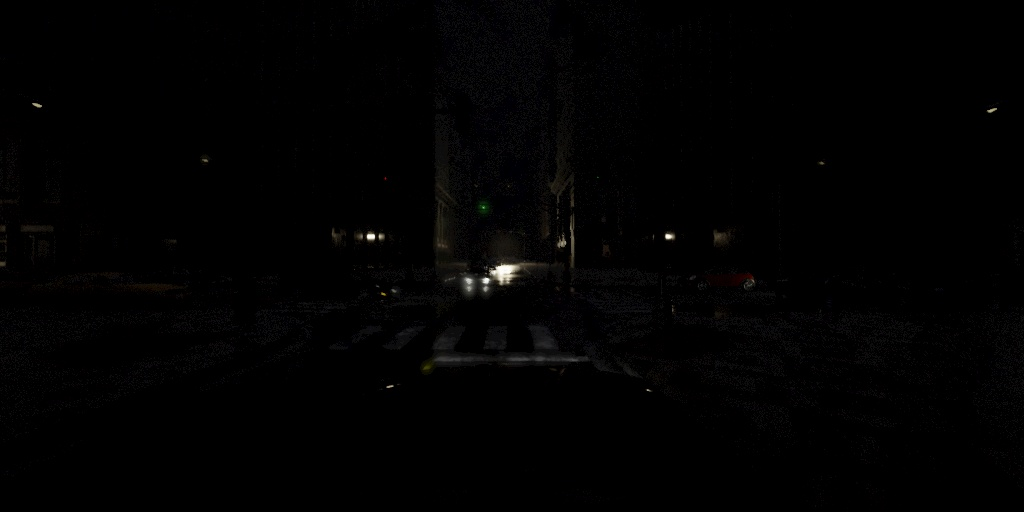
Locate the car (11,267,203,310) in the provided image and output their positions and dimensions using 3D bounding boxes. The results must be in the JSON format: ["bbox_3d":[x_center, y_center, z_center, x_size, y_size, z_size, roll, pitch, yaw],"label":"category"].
[{"bbox_3d":[-14.614,1.181,13.137,4.829,1.417,1.751,0,0,0],"label":"car"}]

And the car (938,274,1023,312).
[{"bbox_3d":[17.975,1.323,13.315,4.313,1.339,1.948,0,0,0],"label":"car"}]

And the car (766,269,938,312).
[{"bbox_3d":[12.305,1.287,13.284,4.403,1.370,2.007,0,0,0],"label":"car"}]

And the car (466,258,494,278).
[{"bbox_3d":[-3.166,1.105,34.355,2.097,1.767,4.553,0,0,0],"label":"car"}]

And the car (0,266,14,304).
[{"bbox_3d":[-20.084,1.188,13.107,4.507,1.381,1.888,0,0,0],"label":"car"}]

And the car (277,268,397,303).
[{"bbox_3d":[-7.663,1.280,15.944,4.892,1.490,1.837,1,0,0],"label":"car"}]

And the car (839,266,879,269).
[{"bbox_3d":[18.275,1.324,19.189,5.008,1.535,1.882,0,-1,0],"label":"car"}]

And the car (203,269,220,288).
[{"bbox_3d":[-20.202,1.322,21.630,4.403,1.370,2.007,0,0,0],"label":"car"}]

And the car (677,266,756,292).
[{"bbox_3d":[12.289,1.305,21.808,4.097,1.591,1.967,0,0,0],"label":"car"}]

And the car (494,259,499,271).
[{"bbox_3d":[-3.194,1.231,50.279,1.882,1.535,5.008,0,0,0],"label":"car"}]
